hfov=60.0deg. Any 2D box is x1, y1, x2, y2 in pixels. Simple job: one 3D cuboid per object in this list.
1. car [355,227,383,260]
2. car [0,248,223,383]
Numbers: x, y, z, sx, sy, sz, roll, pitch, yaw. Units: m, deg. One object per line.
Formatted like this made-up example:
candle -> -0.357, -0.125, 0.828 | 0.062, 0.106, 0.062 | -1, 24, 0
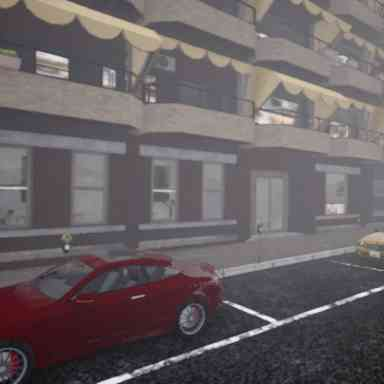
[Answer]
car -> 7.482, 1.563, 11.465 | 4.829, 1.417, 1.752 | 0, 1, -36
car -> -1.397, 1.595, 5.094 | 4.206, 1.307, 1.802 | 0, 1, -36
